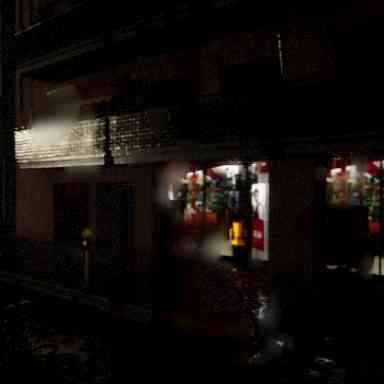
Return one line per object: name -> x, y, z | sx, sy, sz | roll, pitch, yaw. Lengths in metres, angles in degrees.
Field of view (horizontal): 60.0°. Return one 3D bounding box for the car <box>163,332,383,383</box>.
car -> 1.651, 1.545, 1.787 | 4.313, 1.339, 1.947 | 1, 1, 33
